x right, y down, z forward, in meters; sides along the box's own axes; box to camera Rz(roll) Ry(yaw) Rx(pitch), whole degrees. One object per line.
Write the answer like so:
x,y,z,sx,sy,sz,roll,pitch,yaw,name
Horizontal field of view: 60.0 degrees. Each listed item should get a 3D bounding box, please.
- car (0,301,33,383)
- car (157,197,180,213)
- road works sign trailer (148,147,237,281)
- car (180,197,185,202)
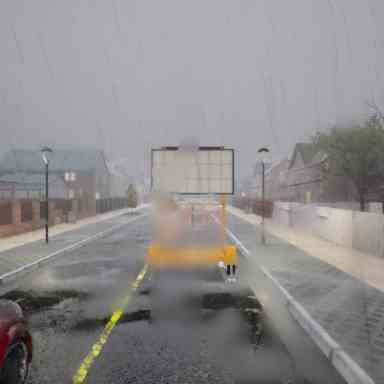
-2.847,1.565,2.188,1.994,1.385,4.181,0,0,0,car
-2.729,1.417,37.554,2.097,1.767,4.553,0,0,0,car
0.019,0.471,9.835,2.380,3.560,2.880,0,0,0,road works sign trailer
-2.710,1.867,85.476,1.994,1.385,4.181,0,0,0,car
